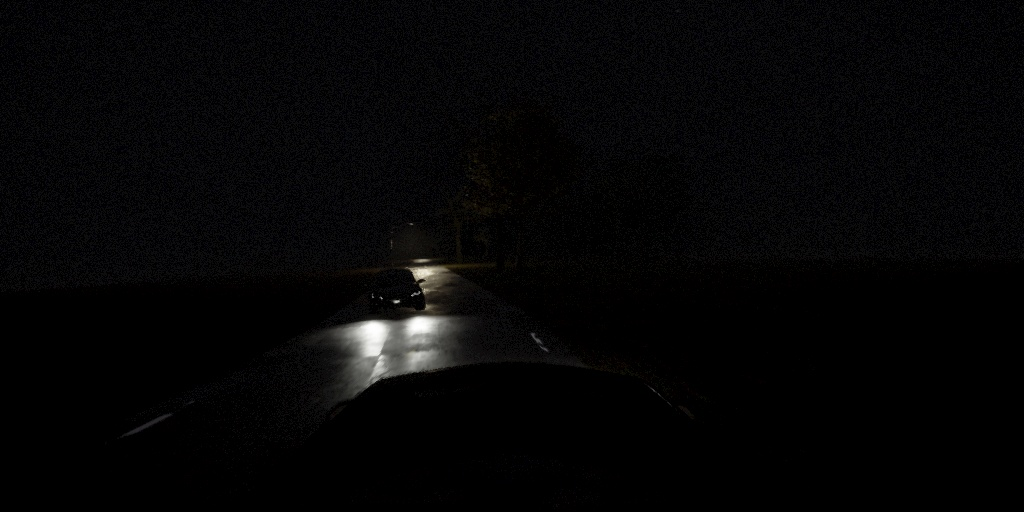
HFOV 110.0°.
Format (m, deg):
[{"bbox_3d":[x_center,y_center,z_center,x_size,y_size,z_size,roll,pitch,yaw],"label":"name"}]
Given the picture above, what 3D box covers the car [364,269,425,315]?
[{"bbox_3d":[-4.640,1.288,14.228,1.837,1.490,4.892,-3,0,-19],"label":"car"}]
